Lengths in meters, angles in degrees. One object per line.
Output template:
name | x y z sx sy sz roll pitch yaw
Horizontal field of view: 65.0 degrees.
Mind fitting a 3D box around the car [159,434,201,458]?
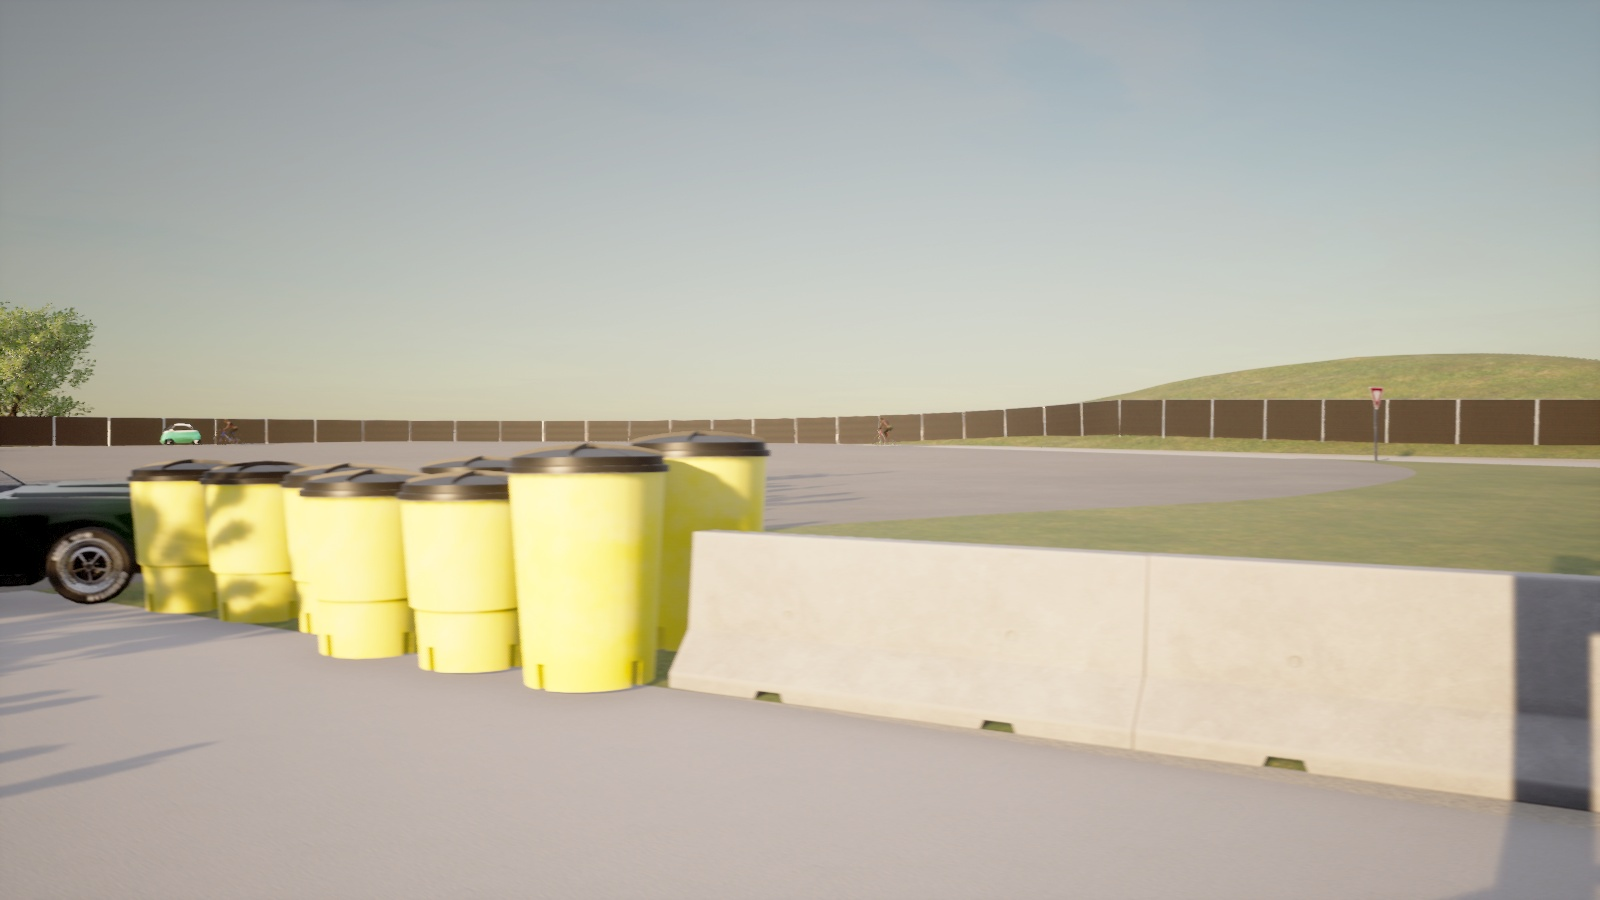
car | -38.185 -0.247 77.354 2.207 1.376 1.481 -3 1 -29

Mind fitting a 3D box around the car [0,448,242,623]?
car | -7.591 0.743 10.902 4.718 1.301 1.895 -2 3 -14
